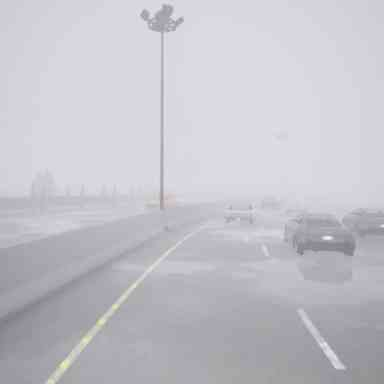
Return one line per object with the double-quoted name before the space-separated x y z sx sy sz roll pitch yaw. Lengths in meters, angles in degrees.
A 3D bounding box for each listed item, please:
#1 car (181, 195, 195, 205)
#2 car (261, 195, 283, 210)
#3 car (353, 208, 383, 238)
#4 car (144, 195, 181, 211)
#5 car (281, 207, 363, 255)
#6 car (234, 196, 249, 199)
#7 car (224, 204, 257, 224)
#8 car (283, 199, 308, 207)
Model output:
"car" -1.106 1.254 49.914 1.812 1.442 4.674 0 0 26
"car" 9.687 1.172 39.781 2.097 1.767 4.553 0 0 25
"car" 9.189 1.504 17.178 1.994 1.385 4.181 0 0 12
"car" -3.401 1.145 36.398 2.097 1.767 4.553 0 0 21
"car" 4.867 1.510 13.167 1.994 1.385 4.181 0 0 9
"car" 7.628 1.278 51.094 1.812 1.442 4.674 0 0 31
"car" 3.613 1.485 23.868 1.895 1.301 4.718 0 0 15
"car" 10.526 1.384 33.196 1.812 1.442 4.674 0 0 22
